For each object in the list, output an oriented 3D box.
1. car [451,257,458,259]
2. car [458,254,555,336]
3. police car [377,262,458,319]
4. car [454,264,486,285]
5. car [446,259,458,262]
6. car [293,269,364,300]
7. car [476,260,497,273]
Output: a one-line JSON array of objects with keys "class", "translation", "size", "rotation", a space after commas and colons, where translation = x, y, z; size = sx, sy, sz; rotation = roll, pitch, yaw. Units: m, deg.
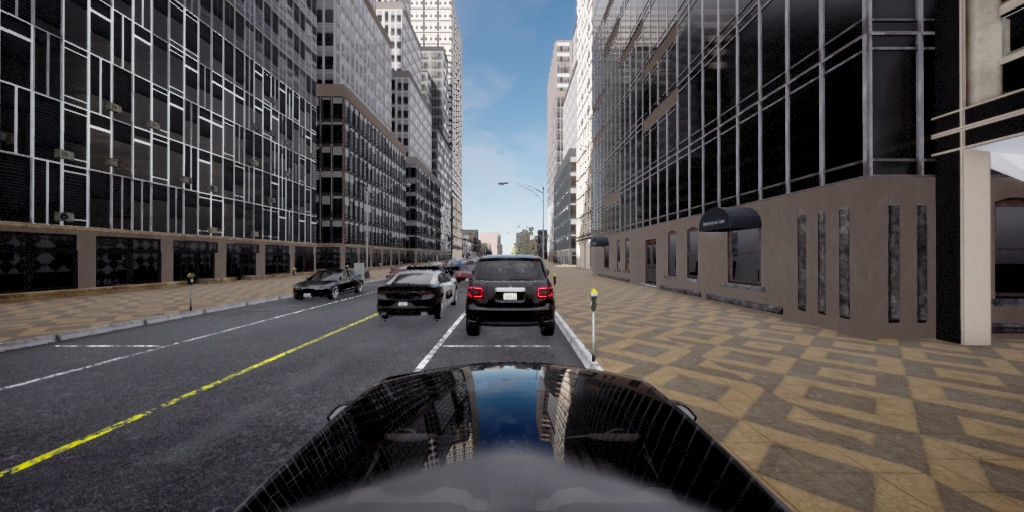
[{"class": "car", "translation": [-8.836, 1.273, 51.803], "size": [1.888, 1.381, 4.507], "rotation": [0, 0, 0]}, {"class": "car", "translation": [-0.039, 0.977, 10.529], "size": [2.150, 2.045, 5.566], "rotation": [0, 0, 0]}, {"class": "police car", "translation": [-3.147, 1.174, 12.908], "size": [1.930, 1.638, 5.238], "rotation": [0, 0, 0]}, {"class": "car", "translation": [-3.064, 1.344, 27.229], "size": [1.895, 1.301, 4.718], "rotation": [0, 0, 0]}, {"class": "car", "translation": [-6.228, 1.337, 39.905], "size": [1.895, 1.301, 4.718], "rotation": [0, 0, 0]}, {"class": "car", "translation": [-8.836, 1.313, 17.650], "size": [1.948, 1.339, 4.313], "rotation": [0, 0, 0]}, {"class": "car", "translation": [-3.059, 1.225, 43.926], "size": [2.128, 1.511, 4.902], "rotation": [0, 0, 0]}]
